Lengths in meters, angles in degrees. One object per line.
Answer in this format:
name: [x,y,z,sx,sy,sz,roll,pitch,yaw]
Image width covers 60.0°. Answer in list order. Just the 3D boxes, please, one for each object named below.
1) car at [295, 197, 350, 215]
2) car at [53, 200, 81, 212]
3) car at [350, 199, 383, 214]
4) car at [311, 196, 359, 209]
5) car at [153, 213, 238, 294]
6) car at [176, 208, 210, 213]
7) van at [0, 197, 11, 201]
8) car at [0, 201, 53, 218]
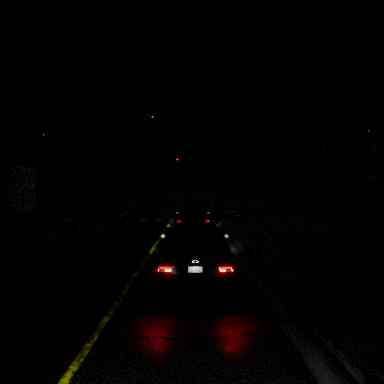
car: [11.597,1.417,30.324,4.313,1.339,1.947,-1,1,0]
car: [-15.560,1.584,38.824,4.829,1.417,1.752,-1,1,0]
car: [16.975,1.340,30.328,4.403,1.369,2.008,-1,1,0]
car: [16.622,1.231,38.852,4.829,1.417,1.752,-1,1,0]
car: [0.073,1.542,8.937,2.033,1.411,5.357,0,0,0]
car: [0.047,1.549,18.163,1.994,1.385,4.181,0,0,0]
van: [-21.071,1.455,38.815,3.998,1.788,1.690,-1,1,0]
car: [-15.372,1.726,30.301,4.206,1.307,1.802,-1,1,0]
